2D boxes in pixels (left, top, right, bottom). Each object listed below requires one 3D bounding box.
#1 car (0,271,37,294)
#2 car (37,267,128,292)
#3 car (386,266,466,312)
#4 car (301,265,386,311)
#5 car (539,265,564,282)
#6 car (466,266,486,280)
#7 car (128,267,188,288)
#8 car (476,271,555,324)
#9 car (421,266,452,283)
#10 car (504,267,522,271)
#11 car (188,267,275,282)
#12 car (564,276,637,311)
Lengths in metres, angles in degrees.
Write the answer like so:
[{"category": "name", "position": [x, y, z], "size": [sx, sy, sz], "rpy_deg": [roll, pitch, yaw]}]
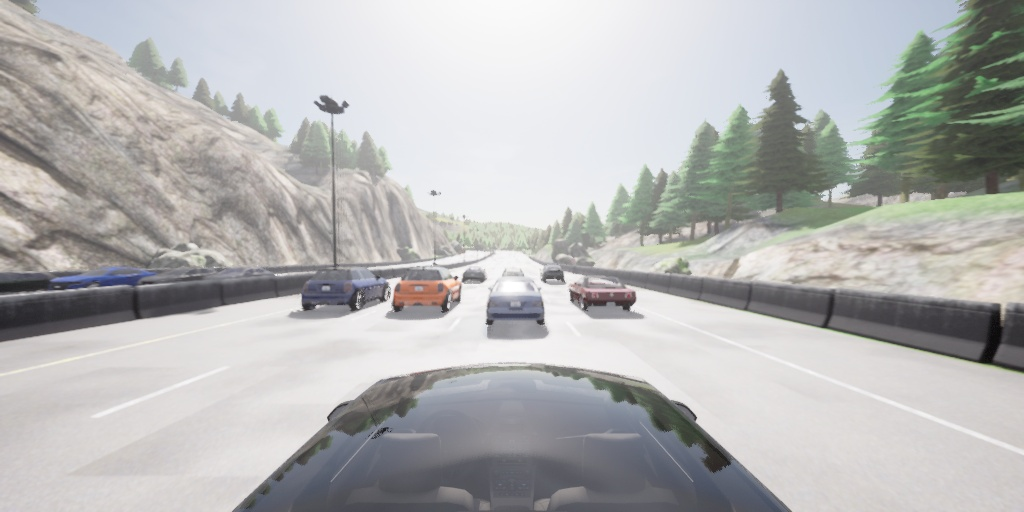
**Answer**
[{"category": "car", "position": [-28.100, 1.534, 20.226], "size": [1.895, 1.301, 4.718], "rpy_deg": [0, -1, 0]}, {"category": "car", "position": [-24.599, 1.428, 21.898], "size": [1.882, 1.535, 5.008], "rpy_deg": [0, -1, 0]}, {"category": "car", "position": [-3.401, 1.238, 15.224], "size": [2.097, 1.767, 4.553], "rpy_deg": [0, -1, 0]}, {"category": "car", "position": [-6.901, 1.240, 15.432], "size": [2.097, 1.767, 4.553], "rpy_deg": [0, -1, 0]}, {"category": "car", "position": [3.597, 1.566, 32.495], "size": [1.837, 1.490, 4.892], "rpy_deg": [0, -1, 0]}, {"category": "car", "position": [-3.403, 1.630, 33.065], "size": [1.994, 1.385, 4.181], "rpy_deg": [0, -1, 0]}, {"category": "car", "position": [-21.098, 1.469, 23.121], "size": [1.837, 1.490, 4.892], "rpy_deg": [0, -1, 0]}, {"category": "car", "position": [0.099, 1.405, 12.419], "size": [2.033, 1.411, 5.357], "rpy_deg": [0, -1, 0]}, {"category": "car", "position": [-6.903, 1.630, 33.075], "size": [1.994, 1.385, 4.181], "rpy_deg": [0, -1, 0]}, {"category": "car", "position": [0.098, 1.651, 31.462], "size": [1.895, 1.301, 4.718], "rpy_deg": [0, -1, 0]}, {"category": "car", "position": [-17.598, 1.457, 23.245], "size": [2.128, 1.511, 4.902], "rpy_deg": [0, -1, 0]}, {"category": "car", "position": [3.599, 1.488, 15.226], "size": [1.895, 1.301, 4.718], "rpy_deg": [0, -1, 0]}]
